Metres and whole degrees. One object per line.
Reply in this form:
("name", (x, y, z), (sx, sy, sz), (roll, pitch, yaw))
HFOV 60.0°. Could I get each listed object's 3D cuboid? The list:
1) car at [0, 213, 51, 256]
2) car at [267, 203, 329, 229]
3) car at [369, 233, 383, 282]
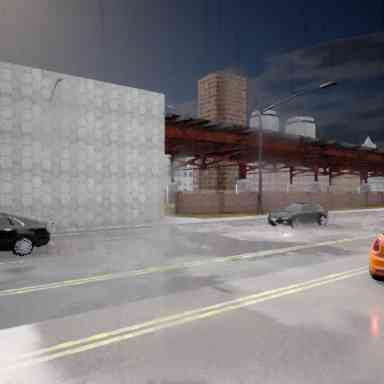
("car", (-7.532, 1.505, 11.518), (4.892, 1.490, 1.837), (0, 0, -36))
("car", (7.048, 1.505, 21.961), (4.892, 1.490, 1.837), (0, 0, -36))
("car", (6.582, 1.352, 8.473), (4.553, 1.767, 2.097), (0, 0, -34))
